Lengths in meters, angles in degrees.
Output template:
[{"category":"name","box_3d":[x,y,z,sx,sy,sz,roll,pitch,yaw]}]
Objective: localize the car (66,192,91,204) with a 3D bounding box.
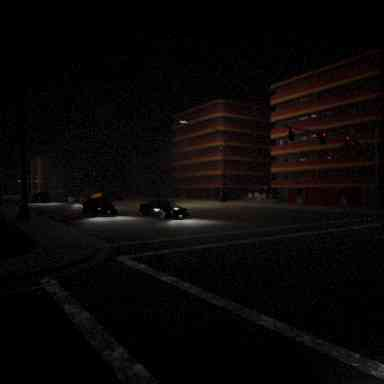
[{"category":"car","box_3d":[-16.008,0.939,46.050,1.895,1.301,4.718,0,1,-34]}]

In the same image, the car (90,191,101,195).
[{"category":"car","box_3d":[-18.283,0.530,61.904,1.882,1.535,5.008,0,1,-34]}]

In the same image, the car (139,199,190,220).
[{"category":"car","box_3d":[-2.293,1.297,25.947,2.033,1.411,5.357,-1,1,-34]}]

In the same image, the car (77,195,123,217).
[{"category":"car","box_3d":[-7.787,1.234,27.801,1.812,1.442,4.674,0,1,-35]}]

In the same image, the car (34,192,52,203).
[{"category":"car","box_3d":[-21.526,0.784,47.975,1.837,1.490,4.892,0,1,-34]}]

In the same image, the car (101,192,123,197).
[{"category":"car","box_3d":[-12.616,0.735,53.717,1.812,1.442,4.674,0,1,-34]}]
